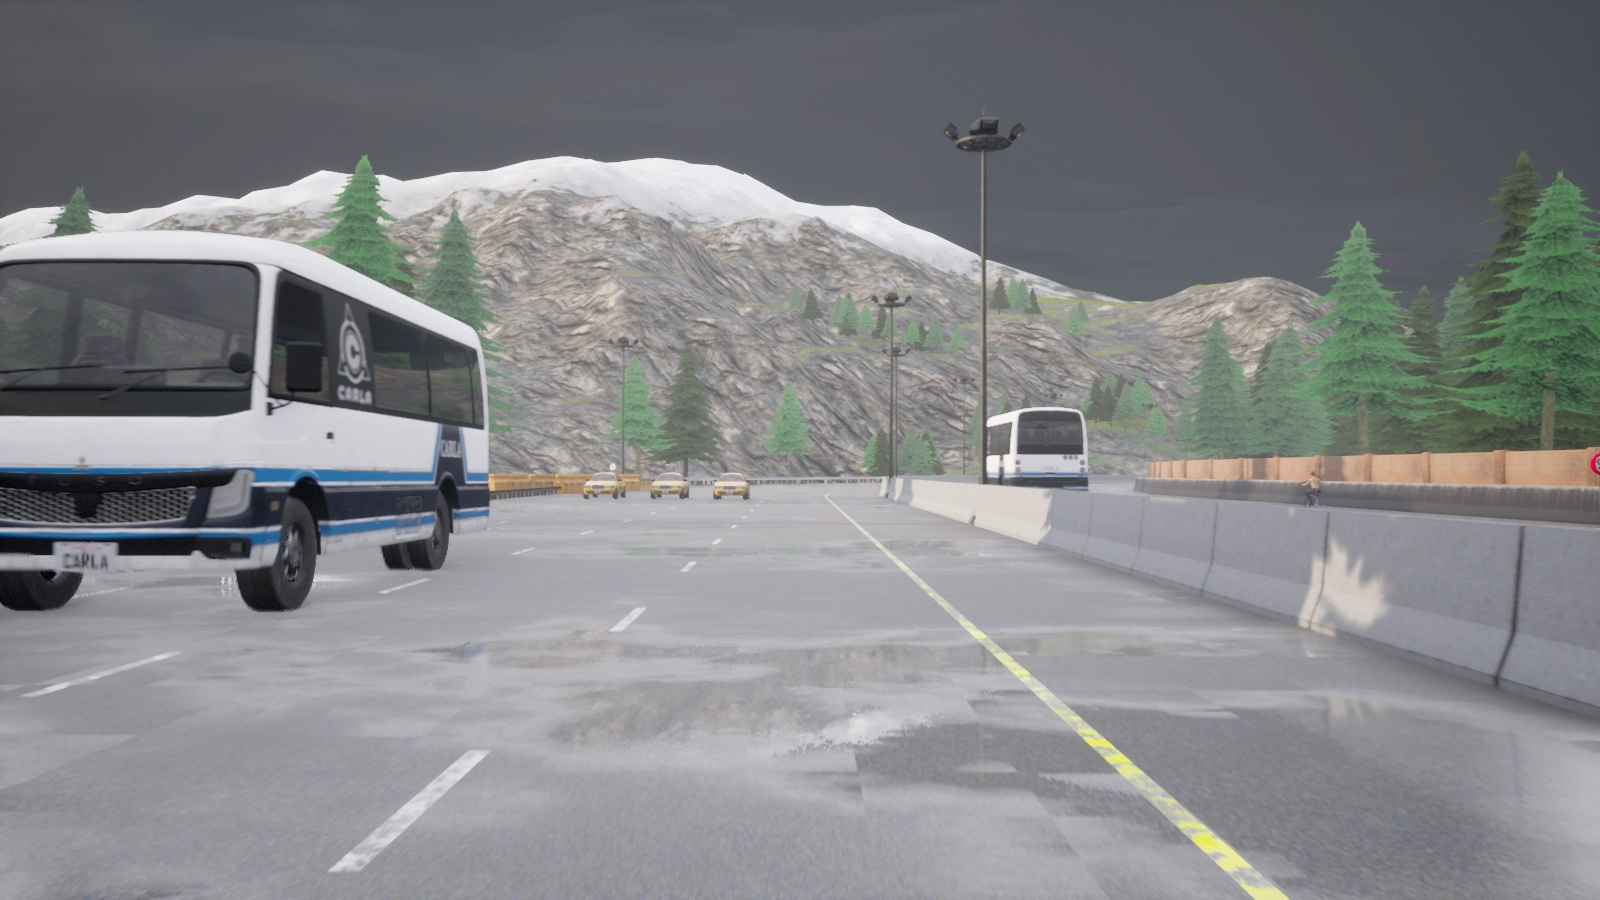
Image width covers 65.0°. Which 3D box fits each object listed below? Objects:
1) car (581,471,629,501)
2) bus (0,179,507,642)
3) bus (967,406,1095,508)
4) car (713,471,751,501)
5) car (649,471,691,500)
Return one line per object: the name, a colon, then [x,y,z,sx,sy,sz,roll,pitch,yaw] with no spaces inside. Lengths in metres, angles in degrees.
car: [-10.669,1.953,69.106,1.801,1.575,5.366,0,-1,0]
bus: [-7.046,-0.255,16.675,3.944,4.253,10.273,0,-1,0]
bus: [10.355,0.363,57.711,3.944,4.253,10.273,0,-1,0]
car: [-3.667,1.910,68.217,1.801,1.575,5.366,0,-1,0]
car: [-7.171,1.952,69.865,1.801,1.575,5.366,0,-1,0]
